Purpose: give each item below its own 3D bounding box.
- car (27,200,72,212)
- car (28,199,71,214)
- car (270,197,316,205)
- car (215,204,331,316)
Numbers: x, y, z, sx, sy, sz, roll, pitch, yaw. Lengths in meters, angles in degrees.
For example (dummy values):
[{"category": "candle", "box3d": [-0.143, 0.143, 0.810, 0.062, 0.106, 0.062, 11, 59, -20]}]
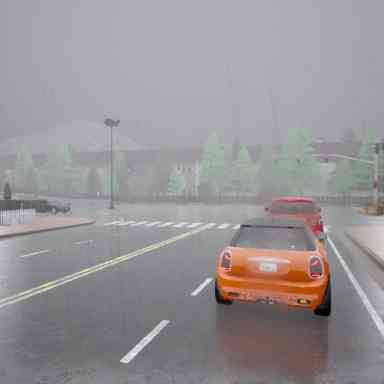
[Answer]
[{"category": "car", "box3d": [-16.814, 1.592, 39.325, 4.718, 1.301, 1.895, 0, 0, 16]}, {"category": "car", "box3d": [-15.227, 1.502, 35.212, 4.892, 1.490, 1.837, 0, 0, 18]}, {"category": "car", "box3d": [4.271, 1.221, 14.150, 2.150, 2.045, 5.566, 0, 0, 16]}, {"category": "car", "box3d": [2.056, 1.352, 7.890, 2.097, 1.767, 4.553, 0, 0, 19]}]
